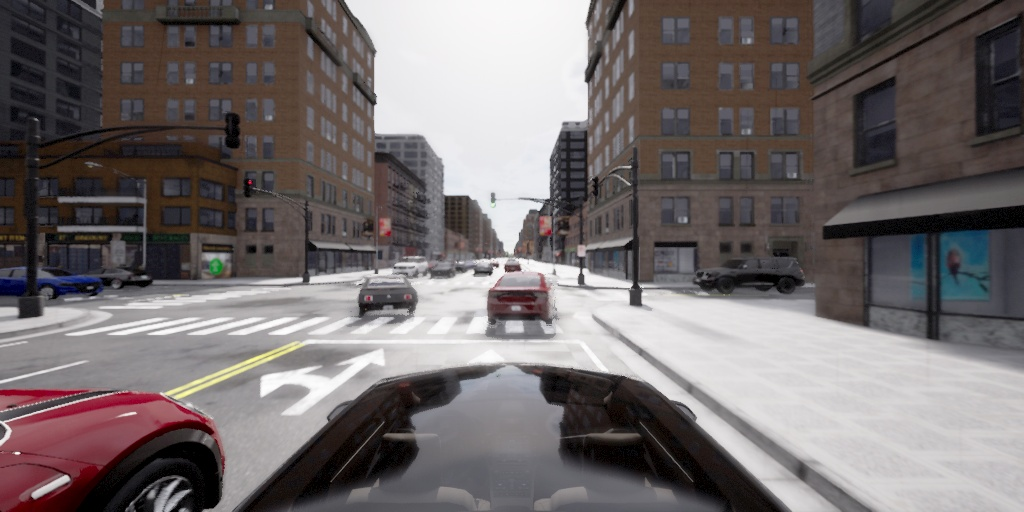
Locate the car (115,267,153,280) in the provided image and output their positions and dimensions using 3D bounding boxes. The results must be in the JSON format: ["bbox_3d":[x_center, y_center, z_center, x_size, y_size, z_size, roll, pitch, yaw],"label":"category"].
[{"bbox_3d":[-25.401,1.383,22.746,4.313,1.339,1.948,0,0,0],"label":"car"}]

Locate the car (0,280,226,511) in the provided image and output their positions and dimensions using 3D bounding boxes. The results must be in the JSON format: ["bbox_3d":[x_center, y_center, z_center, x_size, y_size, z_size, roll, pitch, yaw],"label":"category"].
[{"bbox_3d":[-3.149,1.100,0.732,2.097,1.767,4.553,0,0,0],"label":"car"}]

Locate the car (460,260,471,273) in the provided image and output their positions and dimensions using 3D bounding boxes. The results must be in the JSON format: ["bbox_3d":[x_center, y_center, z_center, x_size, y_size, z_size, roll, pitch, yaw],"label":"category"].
[{"bbox_3d":[-6.619,1.458,44.333,1.895,1.301,4.718,0,0,0],"label":"car"}]

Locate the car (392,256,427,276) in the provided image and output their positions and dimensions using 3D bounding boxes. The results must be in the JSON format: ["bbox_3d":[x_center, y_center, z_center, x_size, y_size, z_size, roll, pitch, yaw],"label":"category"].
[{"bbox_3d":[-9.861,1.057,35.246,2.150,2.045,5.566,0,0,2],"label":"car"}]

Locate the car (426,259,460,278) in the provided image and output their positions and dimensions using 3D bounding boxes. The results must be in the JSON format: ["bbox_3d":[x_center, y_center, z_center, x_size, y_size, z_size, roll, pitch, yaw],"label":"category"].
[{"bbox_3d":[-6.630,1.313,34.994,1.882,1.535,5.008,0,0,-1],"label":"car"}]

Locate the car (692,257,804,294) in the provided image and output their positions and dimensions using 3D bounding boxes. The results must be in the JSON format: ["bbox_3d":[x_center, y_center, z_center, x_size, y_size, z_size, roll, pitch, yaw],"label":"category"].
[{"bbox_3d":[13.352,1.062,20.414,5.566,2.045,2.150,0,0,0],"label":"car"}]

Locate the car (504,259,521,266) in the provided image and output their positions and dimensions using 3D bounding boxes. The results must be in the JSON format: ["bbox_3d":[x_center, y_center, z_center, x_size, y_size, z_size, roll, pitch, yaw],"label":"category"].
[{"bbox_3d":[0.052,1.329,41.828,1.882,1.535,5.008,0,0,0],"label":"car"}]

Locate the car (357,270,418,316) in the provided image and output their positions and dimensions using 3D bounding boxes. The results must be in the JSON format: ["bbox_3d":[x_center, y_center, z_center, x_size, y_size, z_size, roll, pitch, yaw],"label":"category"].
[{"bbox_3d":[-4.810,1.380,13.636,1.895,1.301,4.718,0,0,-22],"label":"car"}]

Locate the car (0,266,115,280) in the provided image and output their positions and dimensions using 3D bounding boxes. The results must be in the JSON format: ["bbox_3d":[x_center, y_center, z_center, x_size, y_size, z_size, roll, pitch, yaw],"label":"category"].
[{"bbox_3d":[-22.766,1.260,17.252,5.008,1.535,1.882,0,0,0],"label":"car"}]

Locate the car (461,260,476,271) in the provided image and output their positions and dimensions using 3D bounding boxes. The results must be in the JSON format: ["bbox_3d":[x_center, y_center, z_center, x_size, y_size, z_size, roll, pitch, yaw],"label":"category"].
[{"bbox_3d":[-6.564,1.405,54.414,1.812,1.442,4.674,0,0,0],"label":"car"}]

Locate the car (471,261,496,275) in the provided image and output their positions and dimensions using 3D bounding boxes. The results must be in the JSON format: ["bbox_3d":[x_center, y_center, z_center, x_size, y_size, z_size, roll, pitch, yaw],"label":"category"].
[{"bbox_3d":[-3.197,1.413,40.972,1.994,1.385,4.181,0,0,0],"label":"car"}]

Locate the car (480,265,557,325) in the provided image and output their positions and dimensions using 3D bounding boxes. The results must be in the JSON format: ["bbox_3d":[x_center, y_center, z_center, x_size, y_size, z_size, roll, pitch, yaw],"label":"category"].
[{"bbox_3d":[0.470,1.255,12.070,1.882,1.535,5.008,0,0,8],"label":"car"}]

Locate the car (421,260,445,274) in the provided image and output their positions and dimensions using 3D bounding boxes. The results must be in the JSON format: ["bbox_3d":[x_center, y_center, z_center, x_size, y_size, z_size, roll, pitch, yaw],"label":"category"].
[{"bbox_3d":[-9.863,1.336,45.246,1.882,1.535,5.008,0,0,0],"label":"car"}]
